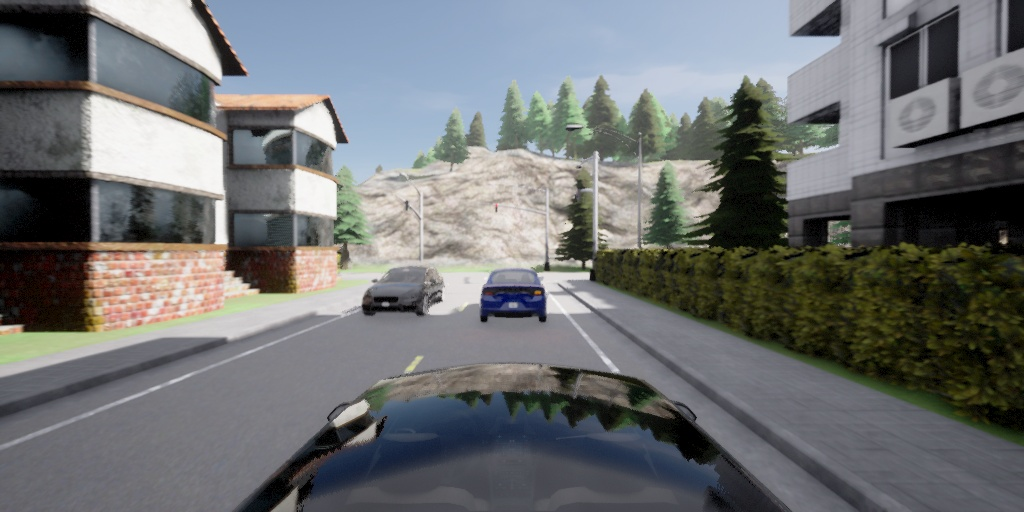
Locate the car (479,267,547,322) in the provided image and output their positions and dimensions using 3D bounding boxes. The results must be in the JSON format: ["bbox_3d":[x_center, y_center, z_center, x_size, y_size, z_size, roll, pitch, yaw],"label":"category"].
[{"bbox_3d":[0.053,1.092,11.706,1.882,1.535,5.008,0,1,1],"label":"car"}]

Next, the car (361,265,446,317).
[{"bbox_3d":[-3.569,1.108,12.593,1.837,1.490,4.892,0,1,0],"label":"car"}]
